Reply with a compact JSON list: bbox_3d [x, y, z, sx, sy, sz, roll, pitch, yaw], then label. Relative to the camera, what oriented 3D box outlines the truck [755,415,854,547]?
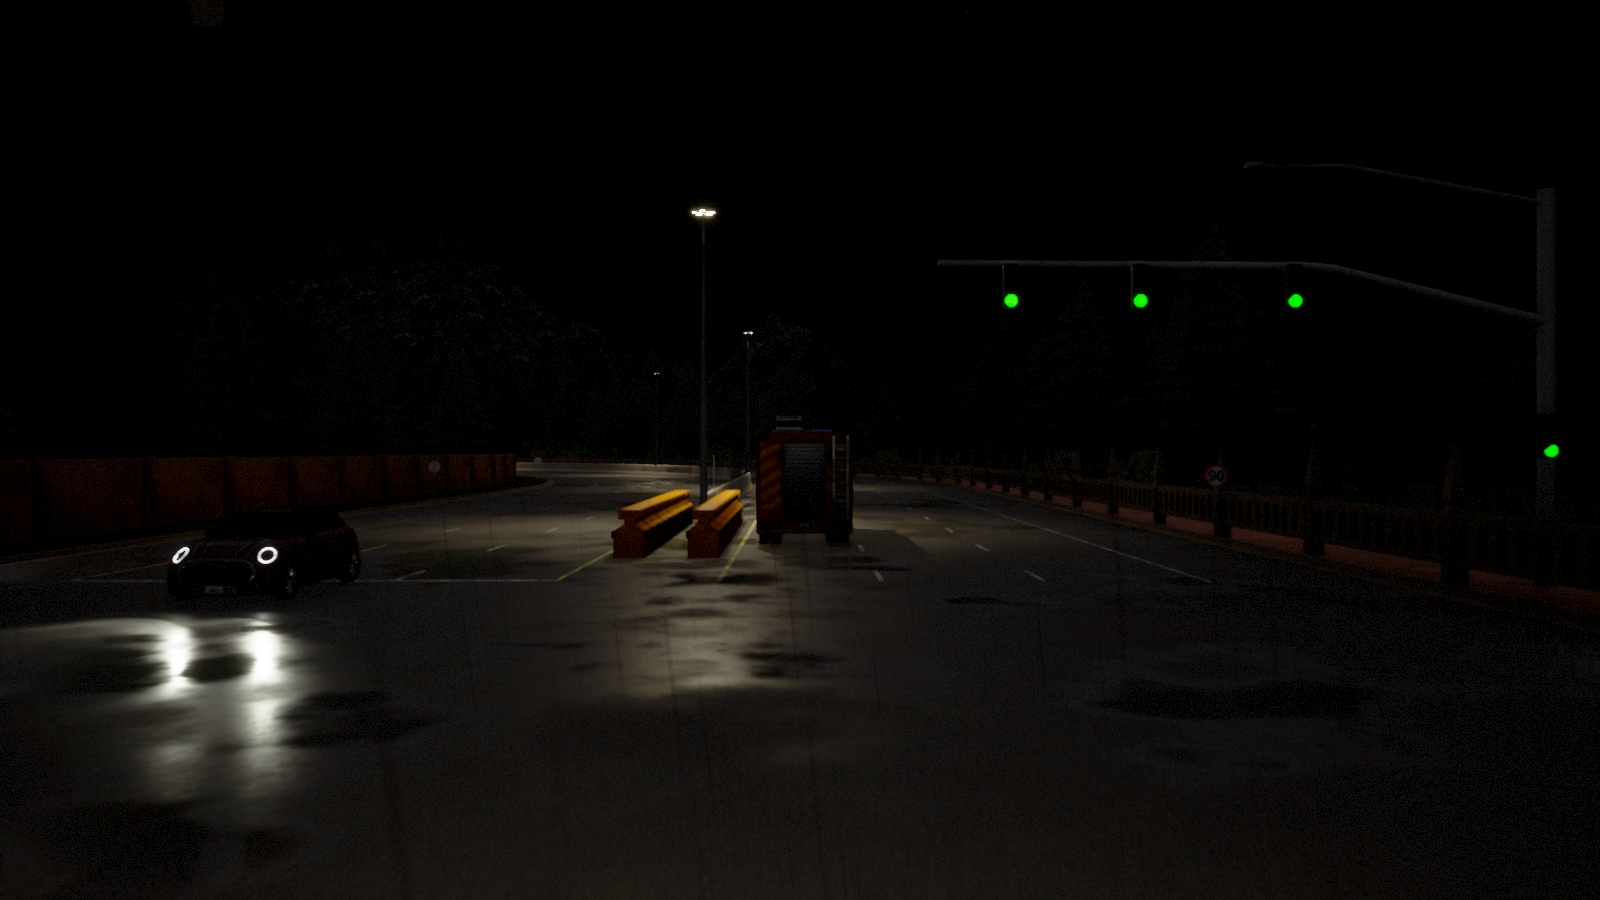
[{"bbox_3d":[0.097,0.908,37.384,2.891,3.827,8.468,0,0,0],"label":"truck"}]

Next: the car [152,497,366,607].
[{"bbox_3d":[-10.518,1.916,22.671,2.097,1.767,4.553,0,0,0],"label":"car"}]
